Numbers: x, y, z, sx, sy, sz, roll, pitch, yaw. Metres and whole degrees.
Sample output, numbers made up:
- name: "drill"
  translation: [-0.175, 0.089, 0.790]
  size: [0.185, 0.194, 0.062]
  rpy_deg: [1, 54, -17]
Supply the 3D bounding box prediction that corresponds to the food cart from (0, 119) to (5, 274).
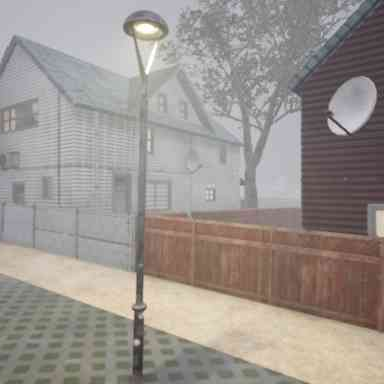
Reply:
- name: "food cart"
  translation: [-6.953, 0.143, 8.146]
  size: [4.660, 3.560, 2.280]
  rpy_deg: [0, 2, 35]
